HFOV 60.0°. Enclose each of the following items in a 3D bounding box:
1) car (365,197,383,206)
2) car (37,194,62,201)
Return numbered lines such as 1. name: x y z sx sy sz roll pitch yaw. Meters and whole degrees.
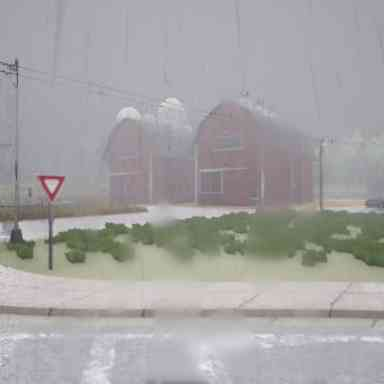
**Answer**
1. car: 24.424 1.384 42.718 4.902 1.511 2.128 0 0 -25
2. car: -24.101 1.087 56.246 5.008 1.535 1.882 0 0 33
